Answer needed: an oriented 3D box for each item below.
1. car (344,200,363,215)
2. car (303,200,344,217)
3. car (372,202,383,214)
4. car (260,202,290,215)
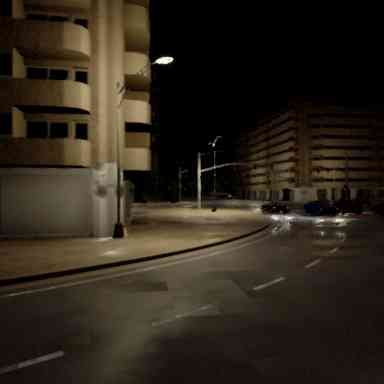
[{"bbox_3d":[16.078,1.563,35.330,1.882,1.535,5.008,0,0,-3],"label":"car"},{"bbox_3d":[12.601,1.568,32.812,1.882,1.535,5.008,0,0,-1],"label":"car"},{"bbox_3d":[19.646,1.533,32.595,1.882,1.535,5.008,0,0,-1],"label":"car"},{"bbox_3d":[8.975,1.725,36.204,1.895,1.301,4.718,0,0,-4],"label":"car"}]
